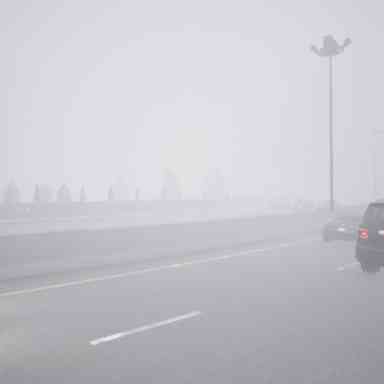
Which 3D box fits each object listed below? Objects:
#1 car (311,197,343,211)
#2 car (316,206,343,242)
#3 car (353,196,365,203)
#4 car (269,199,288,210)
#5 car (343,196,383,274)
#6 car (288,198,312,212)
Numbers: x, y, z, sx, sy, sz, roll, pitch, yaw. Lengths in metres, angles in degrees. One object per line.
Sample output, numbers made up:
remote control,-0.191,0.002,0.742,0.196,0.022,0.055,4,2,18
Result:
car,14.571,1.562,35.041,2.033,1.411,5.357,0,0,34
car,7.722,1.552,15.422,4.181,1.385,1.994,0,0,-45
car,35.275,1.541,70.263,1.994,1.385,4.181,0,0,30
car,11.773,1.615,43.747,2.033,1.411,5.357,0,0,31
car,6.687,1.205,9.540,5.566,2.045,2.150,0,0,-42
car,13.565,1.533,39.990,2.128,1.511,4.902,0,0,32
